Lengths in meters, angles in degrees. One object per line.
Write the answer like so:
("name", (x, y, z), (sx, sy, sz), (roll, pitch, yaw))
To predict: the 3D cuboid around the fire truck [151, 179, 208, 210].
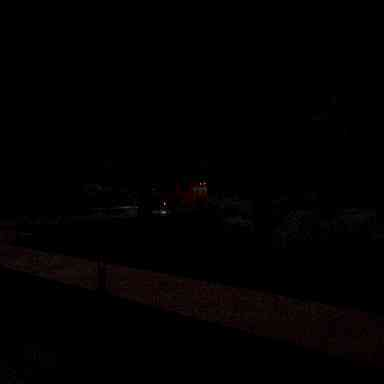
("fire truck", (-1.453, 0.154, 41.241), (2.891, 3.827, 8.468), (0, 0, 35))
